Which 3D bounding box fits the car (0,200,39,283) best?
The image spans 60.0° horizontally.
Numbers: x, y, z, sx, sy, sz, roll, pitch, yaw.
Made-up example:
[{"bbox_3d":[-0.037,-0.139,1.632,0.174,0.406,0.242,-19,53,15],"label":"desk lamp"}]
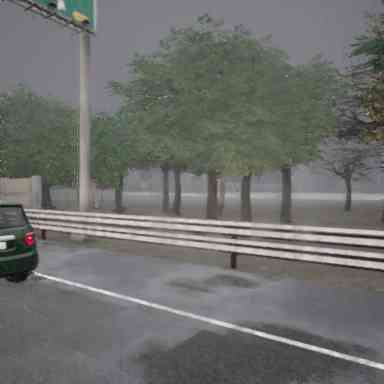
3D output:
[{"bbox_3d":[-6.136,1.200,8.389,5.566,2.045,2.150,0,0,36],"label":"car"}]
